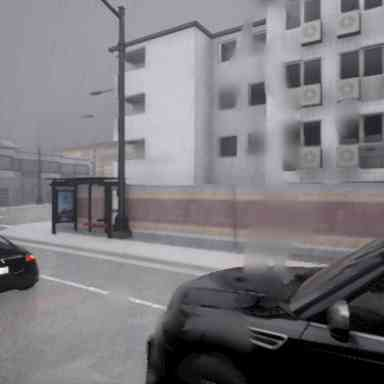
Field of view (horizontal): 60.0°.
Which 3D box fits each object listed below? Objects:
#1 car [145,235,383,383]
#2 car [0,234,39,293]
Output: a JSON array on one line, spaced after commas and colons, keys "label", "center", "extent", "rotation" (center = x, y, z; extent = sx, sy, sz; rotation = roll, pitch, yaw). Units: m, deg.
[{"label": "car", "center": [2.193, 1.222, 2.402], "extent": [5.566, 2.045, 2.150], "rotation": [0, 0, 36]}, {"label": "car", "center": [-5.468, 1.544, 7.767], "extent": [4.181, 1.385, 1.994], "rotation": [0, 0, 35]}]
